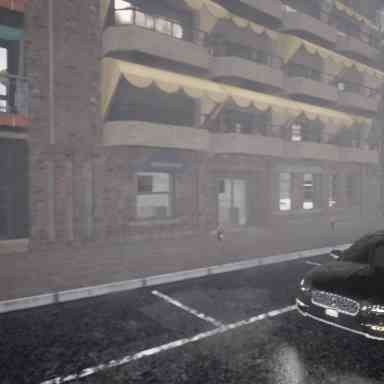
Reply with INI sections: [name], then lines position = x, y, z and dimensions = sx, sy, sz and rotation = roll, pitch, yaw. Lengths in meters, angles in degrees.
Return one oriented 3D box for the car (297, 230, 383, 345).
[car]
position = 4.007, 1.515, 6.231
dimensions = 4.892, 1.490, 1.837
rotation = 0, 0, -35
